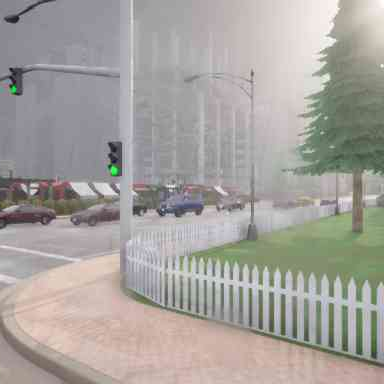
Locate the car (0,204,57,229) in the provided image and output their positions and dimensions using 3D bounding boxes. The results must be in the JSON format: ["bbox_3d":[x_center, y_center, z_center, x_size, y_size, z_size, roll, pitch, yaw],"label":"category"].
[{"bbox_3d":[-11.405,1.526,22.152,1.812,1.442,4.674,0,0,36],"label":"car"}]

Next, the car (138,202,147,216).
[{"bbox_3d":[-6.188,1.478,29.900,1.882,1.535,5.008,0,0,34],"label":"car"}]

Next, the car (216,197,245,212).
[{"bbox_3d":[4.650,1.492,39.707,2.128,1.511,4.902,0,0,34],"label":"car"}]

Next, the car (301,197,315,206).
[{"bbox_3d":[18.251,1.478,53.319,1.882,1.535,5.008,0,0,34],"label":"car"}]

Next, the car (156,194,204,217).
[{"bbox_3d":[-0.982,1.221,31.365,2.150,2.045,5.566,0,0,34],"label":"car"}]

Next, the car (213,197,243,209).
[{"bbox_3d":[5.162,1.492,46.685,2.128,1.511,4.902,0,0,34],"label":"car"}]

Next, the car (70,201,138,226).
[{"bbox_3d":[-6.290,1.526,23.444,1.812,1.442,4.674,0,0,34],"label":"car"}]

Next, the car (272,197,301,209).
[{"bbox_3d":[12.454,1.547,44.709,2.033,1.411,5.357,0,0,34],"label":"car"}]

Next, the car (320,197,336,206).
[{"bbox_3d":[21.082,1.526,51.258,1.812,1.442,4.674,0,0,34],"label":"car"}]
